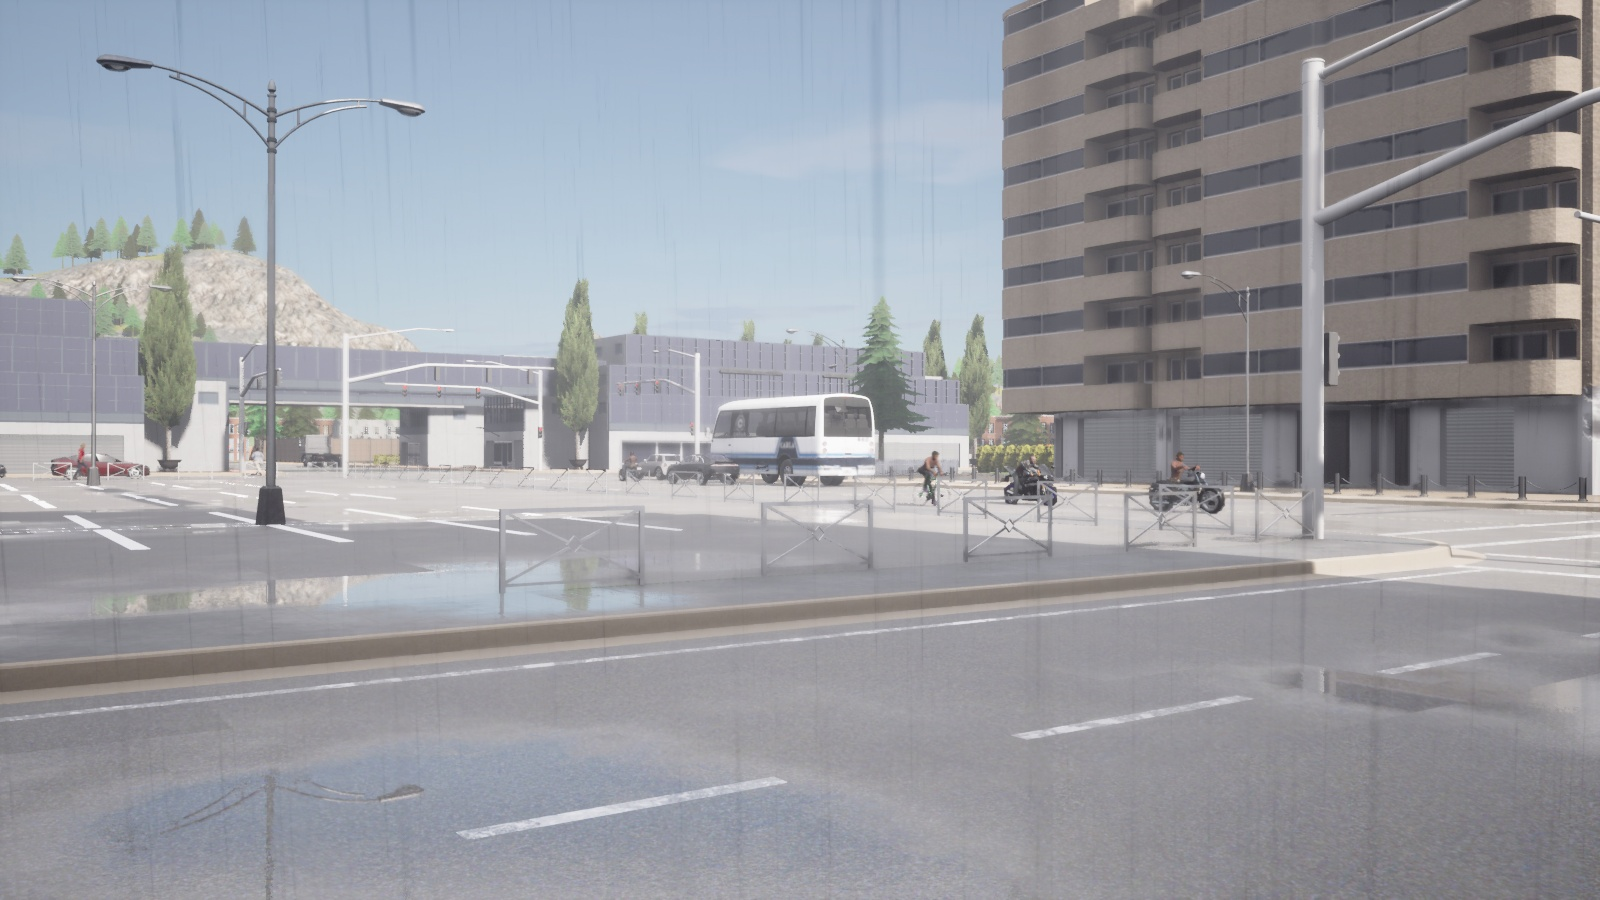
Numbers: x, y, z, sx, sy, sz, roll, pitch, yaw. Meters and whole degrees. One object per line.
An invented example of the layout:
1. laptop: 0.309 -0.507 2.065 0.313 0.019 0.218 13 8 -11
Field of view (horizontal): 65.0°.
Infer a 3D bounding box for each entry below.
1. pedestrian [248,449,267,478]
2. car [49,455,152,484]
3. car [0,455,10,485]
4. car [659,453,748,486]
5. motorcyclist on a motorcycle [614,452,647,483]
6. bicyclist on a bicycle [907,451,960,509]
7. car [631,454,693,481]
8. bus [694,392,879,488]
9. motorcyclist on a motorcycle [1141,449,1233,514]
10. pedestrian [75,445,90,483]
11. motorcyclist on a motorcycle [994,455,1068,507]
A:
1. pedestrian: -34.320 0.846 79.486 0.874 1.855 0.900 0 0 -41
2. car: -38.436 1.050 69.001 4.792 1.488 2.163 0 0 -33
3. car: -42.166 0.998 62.387 4.902 1.511 2.128 0 0 -33
4. car: -4.736 0.915 60.790 2.128 1.511 4.902 0 0 -34
5. motorcyclist on a motorcycle: -9.068 0.934 67.065 0.766 1.649 2.350 0 0 -35
6. bicyclist on a bicycle: 3.833 0.833 36.073 0.582 1.620 1.656 0 0 -35
7. car: -7.896 0.957 71.525 1.970 1.475 3.806 0 0 -34
8. bus: -0.889 -0.424 61.380 3.944 4.253 10.273 0 0 -35
9. motorcyclist on a motorcycle: 10.169 0.810 33.058 0.766 1.649 2.350 0 0 -35
10. pedestrian: -35.002 0.683 61.266 0.636 1.846 0.331 0 0 -34
11. motorcyclist on a motorcycle: 6.925 0.913 37.755 0.866 1.530 2.191 0 0 -35
